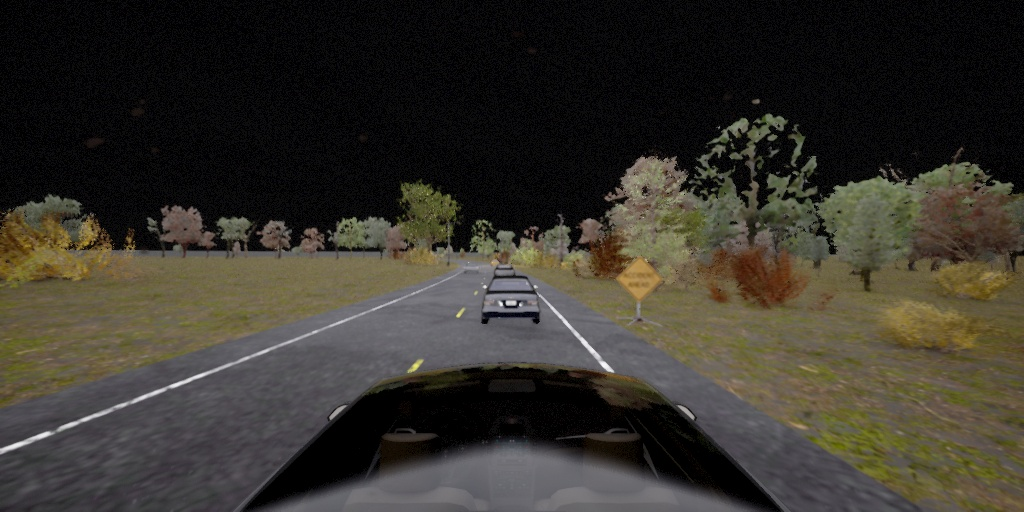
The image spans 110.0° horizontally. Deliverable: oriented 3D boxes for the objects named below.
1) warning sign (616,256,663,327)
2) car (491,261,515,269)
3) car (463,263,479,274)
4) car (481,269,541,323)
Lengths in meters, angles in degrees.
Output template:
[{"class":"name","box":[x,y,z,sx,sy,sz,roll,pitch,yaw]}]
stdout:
[{"class":"warning sign","box":[3.488,0.916,9.896,1.300,1.860,1.060,0,0,-1]},{"class":"car","box":[-0.720,1.423,32.181,2.128,1.511,4.902,0,0,-3]},{"class":"car","box":[-5.283,1.599,46.678,1.895,1.301,4.718,0,0,-4]},{"class":"car","box":[-0.060,1.367,12.474,2.033,1.411,5.357,0,0,-1]}]
